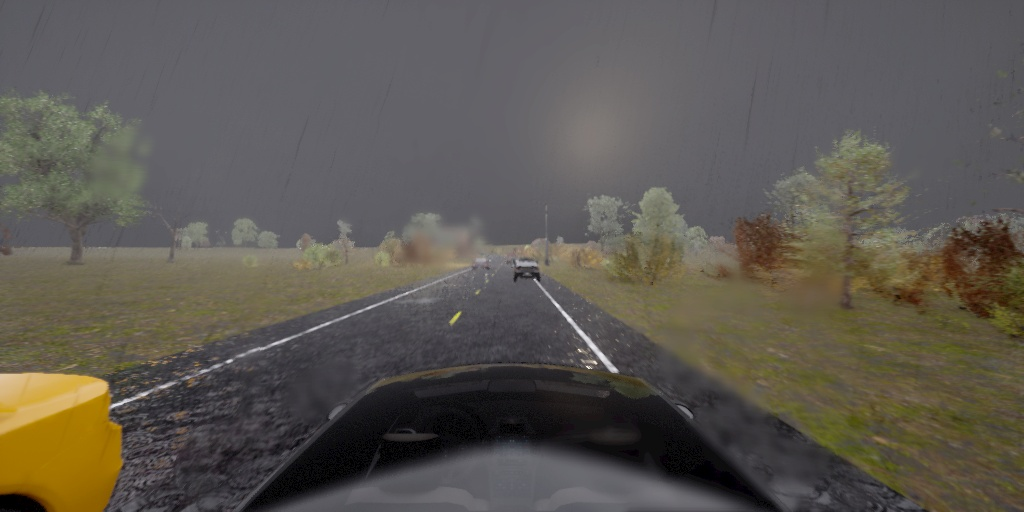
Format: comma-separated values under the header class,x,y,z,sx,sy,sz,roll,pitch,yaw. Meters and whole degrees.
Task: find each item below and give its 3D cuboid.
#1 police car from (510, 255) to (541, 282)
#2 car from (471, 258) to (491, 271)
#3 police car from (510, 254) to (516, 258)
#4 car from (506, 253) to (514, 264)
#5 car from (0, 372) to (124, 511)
class,x,y,z,sx,sy,sz,roll,pitch,yaw
police car,1.029,0.975,26.739,1.930,1.638,5.238,0,0,0
car,-3.597,0.934,42.239,1.812,1.442,4.674,0,1,0
police car,1.021,0.885,36.741,1.930,1.638,5.238,0,1,0
car,-0.041,0.704,63.795,1.837,1.490,4.892,0,1,0
car,-3.599,1.238,0.283,1.882,1.535,5.008,0,0,0
